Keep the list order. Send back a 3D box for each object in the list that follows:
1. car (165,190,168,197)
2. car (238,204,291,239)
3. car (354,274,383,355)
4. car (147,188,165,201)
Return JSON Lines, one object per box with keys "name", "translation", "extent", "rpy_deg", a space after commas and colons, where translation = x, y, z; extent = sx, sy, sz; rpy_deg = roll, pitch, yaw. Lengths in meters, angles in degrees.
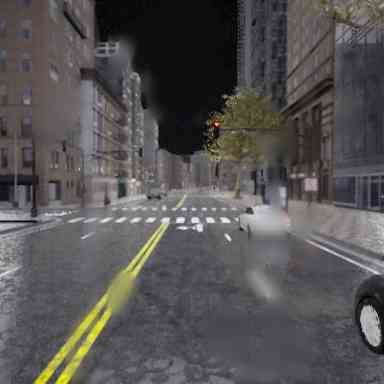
{"name": "car", "translation": [-6.521, 0.308, 74.322], "extent": [1.882, 1.535, 5.008], "rpy_deg": [0, 1, 0]}
{"name": "car", "translation": [3.346, 1.314, 15.828], "extent": [1.812, 1.442, 4.674], "rpy_deg": [0, 1, 0]}
{"name": "car", "translation": [3.350, 1.465, 3.072], "extent": [1.837, 1.490, 4.892], "rpy_deg": [0, 1, 0]}
{"name": "car", "translation": [-6.549, 0.394, 58.252], "extent": [2.150, 2.045, 5.566], "rpy_deg": [0, 1, 1]}
